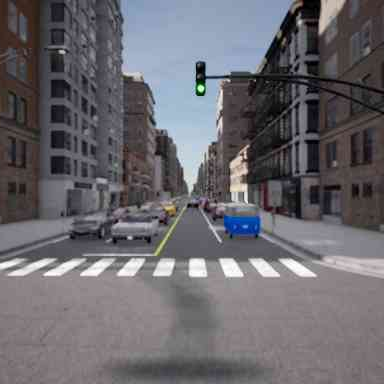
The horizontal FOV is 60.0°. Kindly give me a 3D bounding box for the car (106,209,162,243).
[{"bbox_3d":[-2.804,1.768,17.106,1.895,1.301,4.718,0,-1,-1],"label":"car"}]

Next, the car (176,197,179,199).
[{"bbox_3d":[-5.304,2.439,92.260,1.802,1.307,4.206,0,-1,0],"label":"car"}]

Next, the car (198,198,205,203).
[{"bbox_3d":[2.721,2.384,92.424,1.752,1.417,4.829,0,-1,0],"label":"car"}]

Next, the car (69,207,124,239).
[{"bbox_3d":[-5.371,1.730,18.399,2.008,1.369,4.403,0,-1,0],"label":"car"}]

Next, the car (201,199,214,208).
[{"bbox_3d":[2.690,1.991,58.169,1.967,1.590,4.097,0,-1,0],"label":"car"}]

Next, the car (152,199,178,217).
[{"bbox_3d":[-2.810,1.826,35.897,1.882,1.535,5.008,0,-1,0],"label":"car"}]

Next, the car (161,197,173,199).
[{"bbox_3d":[-5.330,1.917,63.854,2.192,1.841,5.009,0,-1,0],"label":"car"}]

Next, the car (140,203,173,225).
[{"bbox_3d":[-2.822,1.820,26.250,1.994,1.385,4.181,0,-1,0],"label":"car"}]

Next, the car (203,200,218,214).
[{"bbox_3d":[2.675,1.979,41.125,1.802,1.307,4.206,0,-1,0],"label":"car"}]

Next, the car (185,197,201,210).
[{"bbox_3d":[0.158,1.980,52.823,1.882,1.535,5.008,0,-1,0],"label":"car"}]

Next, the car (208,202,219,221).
[{"bbox_3d":[2.664,1.872,29.762,1.802,1.307,4.206,0,-1,0],"label":"car"}]

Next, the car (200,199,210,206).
[{"bbox_3d":[2.700,2.204,69.530,2.008,1.369,4.403,0,-1,0],"label":"car"}]

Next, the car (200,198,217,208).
[{"bbox_3d":[2.680,1.763,46.809,2.192,1.841,5.009,0,-1,0],"label":"car"}]

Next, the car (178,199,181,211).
[{"bbox_3d":[-2.768,2.042,46.001,1.895,1.301,4.718,0,-1,0],"label":"car"}]

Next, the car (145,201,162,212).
[{"bbox_3d":[-5.345,2.014,46.808,1.947,1.339,4.313,0,-1,0],"label":"car"}]

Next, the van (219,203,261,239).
[{"bbox_3d":[2.654,1.521,18.403,1.690,1.788,3.998,0,-1,0],"label":"van"}]
